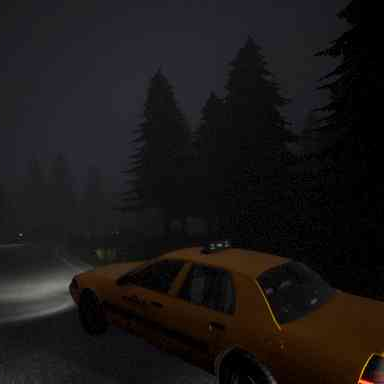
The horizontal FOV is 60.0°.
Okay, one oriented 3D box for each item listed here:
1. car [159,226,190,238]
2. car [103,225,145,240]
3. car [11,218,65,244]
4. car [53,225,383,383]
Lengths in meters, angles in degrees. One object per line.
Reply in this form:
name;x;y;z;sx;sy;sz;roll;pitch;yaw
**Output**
car;-2.319;5.544;46.264;1.882;1.535;5.008;-5;-8;30
car;-7.438;4.510;36.956;2.033;1.411;5.357;-4;-8;20
car;-12.746;3.225;28.126;2.150;2.045;5.566;-4;-7;7
car;0.138;1.441;4.738;5.366;1.575;1.801;0;1;43
